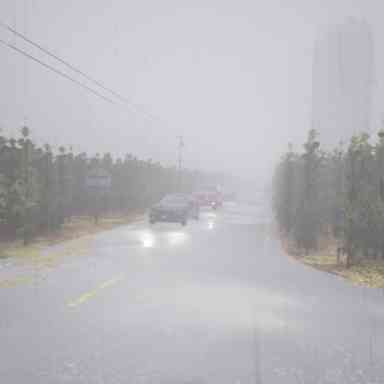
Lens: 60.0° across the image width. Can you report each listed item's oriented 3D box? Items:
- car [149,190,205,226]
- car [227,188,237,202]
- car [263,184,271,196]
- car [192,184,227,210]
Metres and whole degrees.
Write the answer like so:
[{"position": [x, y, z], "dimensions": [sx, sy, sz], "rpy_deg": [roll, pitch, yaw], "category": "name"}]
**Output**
[{"position": [-0.816, 0.856, 18.391], "dimensions": [1.882, 1.535, 5.008], "rpy_deg": [2, 2, 13], "category": "car"}, {"position": [4.241, 0.267, 39.997], "dimensions": [1.882, 1.535, 5.008], "rpy_deg": [2, 2, 16], "category": "car"}, {"position": [13.692, -0.352, 57.337], "dimensions": [2.150, 2.045, 5.566], "rpy_deg": [2, 2, 22], "category": "car"}, {"position": [1.303, 0.334, 28.029], "dimensions": [2.150, 2.045, 5.566], "rpy_deg": [2, 2, 13], "category": "car"}]
